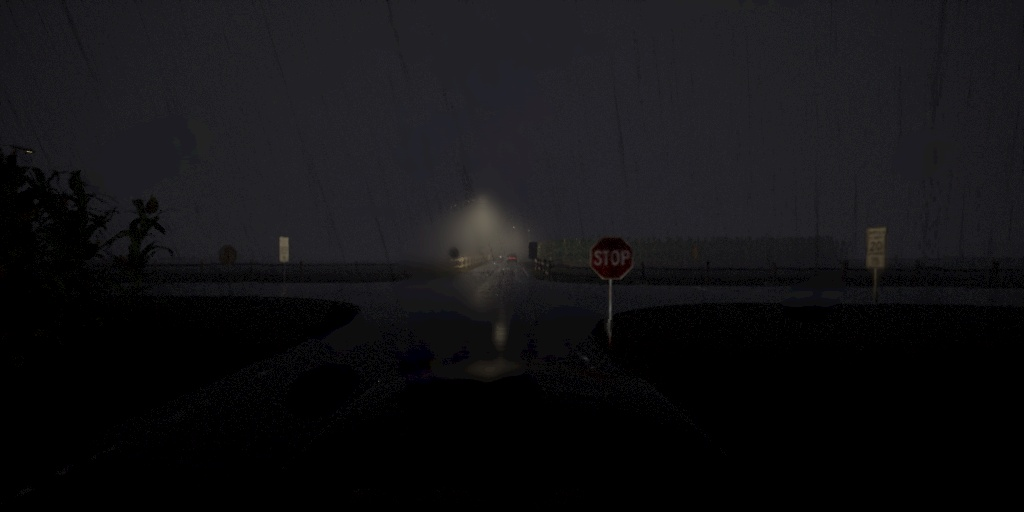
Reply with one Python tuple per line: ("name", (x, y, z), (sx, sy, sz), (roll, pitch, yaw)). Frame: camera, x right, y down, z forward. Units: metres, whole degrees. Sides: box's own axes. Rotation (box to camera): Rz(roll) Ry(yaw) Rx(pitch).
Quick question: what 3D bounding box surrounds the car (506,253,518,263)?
("car", (0.003, 0.546, 65.462), (1.837, 1.490, 4.892), (0, 1, 0))
